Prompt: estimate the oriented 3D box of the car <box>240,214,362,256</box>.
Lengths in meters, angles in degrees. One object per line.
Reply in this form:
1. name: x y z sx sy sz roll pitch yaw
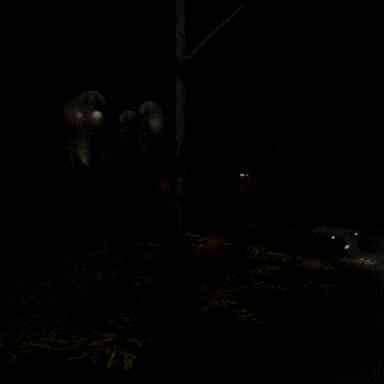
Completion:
1. car: 4.149 1.601 13.400 1.895 1.301 4.718 0 0 -35
